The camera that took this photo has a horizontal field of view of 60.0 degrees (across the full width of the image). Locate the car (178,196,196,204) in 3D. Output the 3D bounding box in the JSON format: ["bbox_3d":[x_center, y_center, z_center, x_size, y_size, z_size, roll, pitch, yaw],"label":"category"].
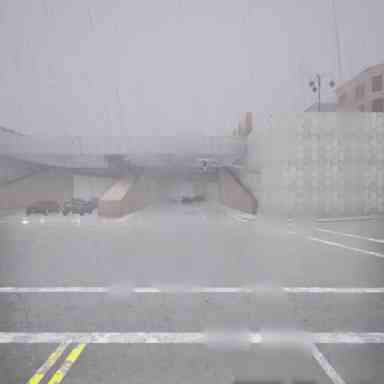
[{"bbox_3d":[-0.991,1.554,64.789,2.033,1.411,5.357,0,0,4],"label":"car"}]

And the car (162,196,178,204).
[{"bbox_3d":[-4.521,1.554,64.290,2.033,1.411,5.357,0,0,5],"label":"car"}]

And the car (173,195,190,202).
[{"bbox_3d":[-2.348,1.532,74.647,1.812,1.442,4.674,0,0,24],"label":"car"}]

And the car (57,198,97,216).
[{"bbox_3d":[-11.317,1.604,33.113,1.895,1.301,4.718,0,0,-1],"label":"car"}]

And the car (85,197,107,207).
[{"bbox_3d":[-15.293,1.553,53.094,2.033,1.411,5.357,0,0,-1],"label":"car"}]

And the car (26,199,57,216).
[{"bbox_3d":[-14.826,1.481,33.437,1.882,1.535,5.008,0,0,-1],"label":"car"}]

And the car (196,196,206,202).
[{"bbox_3d":[1.520,1.532,74.775,1.812,1.442,4.674,0,0,28],"label":"car"}]

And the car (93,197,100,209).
[{"bbox_3d":[-11.550,1.605,42.280,1.895,1.301,4.718,0,0,-1],"label":"car"}]

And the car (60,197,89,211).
[{"bbox_3d":[-15.061,1.496,42.826,2.128,1.511,4.902,0,0,-1],"label":"car"}]
